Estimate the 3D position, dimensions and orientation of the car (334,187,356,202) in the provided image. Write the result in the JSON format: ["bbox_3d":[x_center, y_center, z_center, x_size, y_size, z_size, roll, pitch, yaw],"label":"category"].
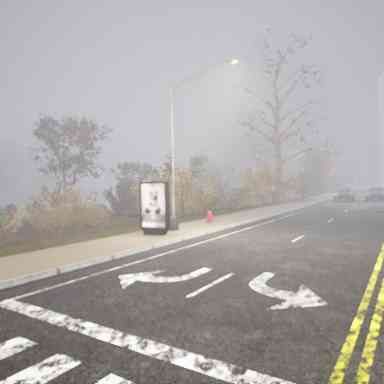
[{"bbox_3d":[18.408,0.238,39.934,2.097,1.767,4.553,-1,1,30],"label":"car"}]

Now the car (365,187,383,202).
[{"bbox_3d":[21.222,0.171,38.310,2.097,1.767,4.553,-1,1,30],"label":"car"}]
